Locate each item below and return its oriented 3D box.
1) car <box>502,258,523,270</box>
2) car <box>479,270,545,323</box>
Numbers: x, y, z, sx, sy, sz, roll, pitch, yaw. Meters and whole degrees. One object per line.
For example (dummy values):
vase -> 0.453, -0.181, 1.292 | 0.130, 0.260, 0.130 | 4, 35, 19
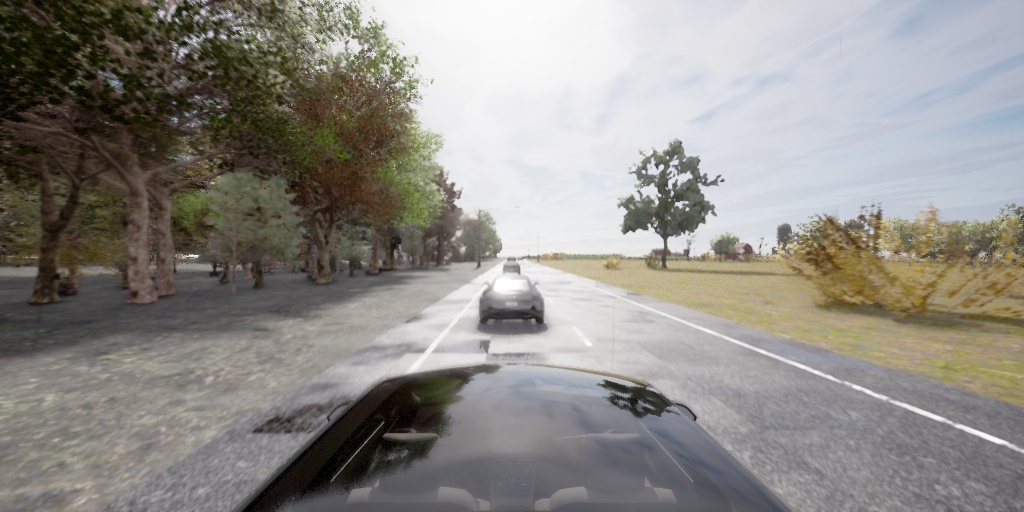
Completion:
car -> -0.019, 1.280, 38.985 | 1.882, 1.535, 5.008 | 0, 0, 0
car -> -0.003, 1.328, 12.123 | 1.994, 1.385, 4.181 | 0, 0, 0
